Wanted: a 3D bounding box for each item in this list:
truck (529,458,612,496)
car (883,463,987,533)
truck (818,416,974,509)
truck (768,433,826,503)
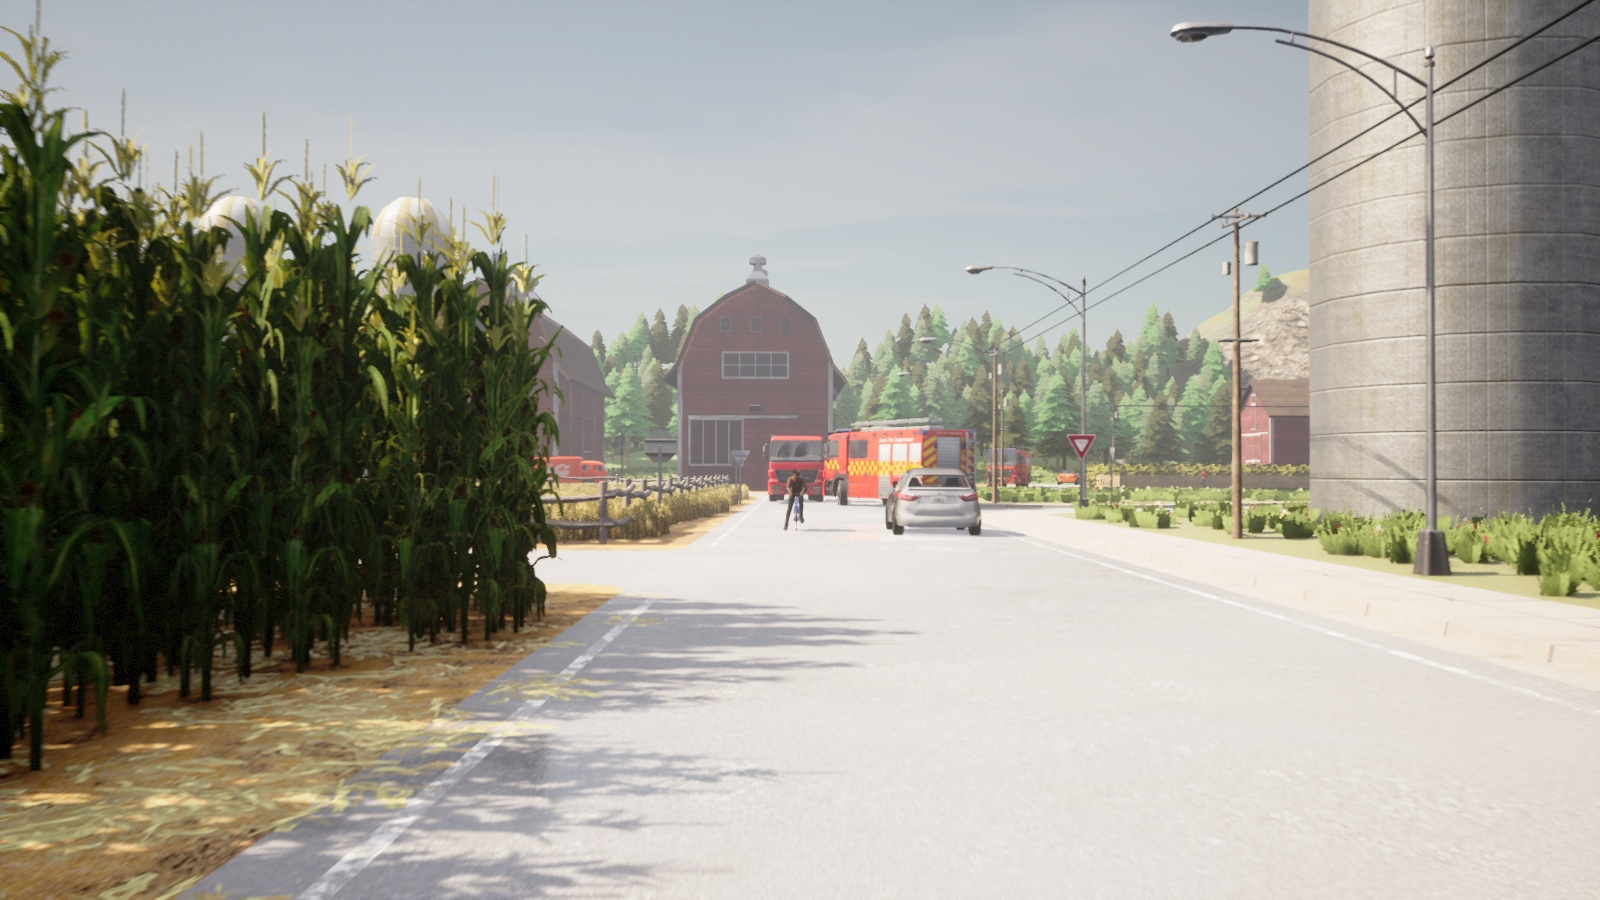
[{"bbox_3d":[-15.353,1.823,84.159,5.204,2.467,2.627,0,-1,-3],"label":"truck"},{"bbox_3d":[3.393,1.200,32.529,2.242,1.667,4.611,0,-1,1],"label":"car"},{"bbox_3d":[4.140,0.598,56.624,2.891,3.827,8.468,0,-1,-29],"label":"truck"},{"bbox_3d":[-0.173,0.962,66.205,2.891,3.462,7.936,0,-1,0],"label":"truck"}]
